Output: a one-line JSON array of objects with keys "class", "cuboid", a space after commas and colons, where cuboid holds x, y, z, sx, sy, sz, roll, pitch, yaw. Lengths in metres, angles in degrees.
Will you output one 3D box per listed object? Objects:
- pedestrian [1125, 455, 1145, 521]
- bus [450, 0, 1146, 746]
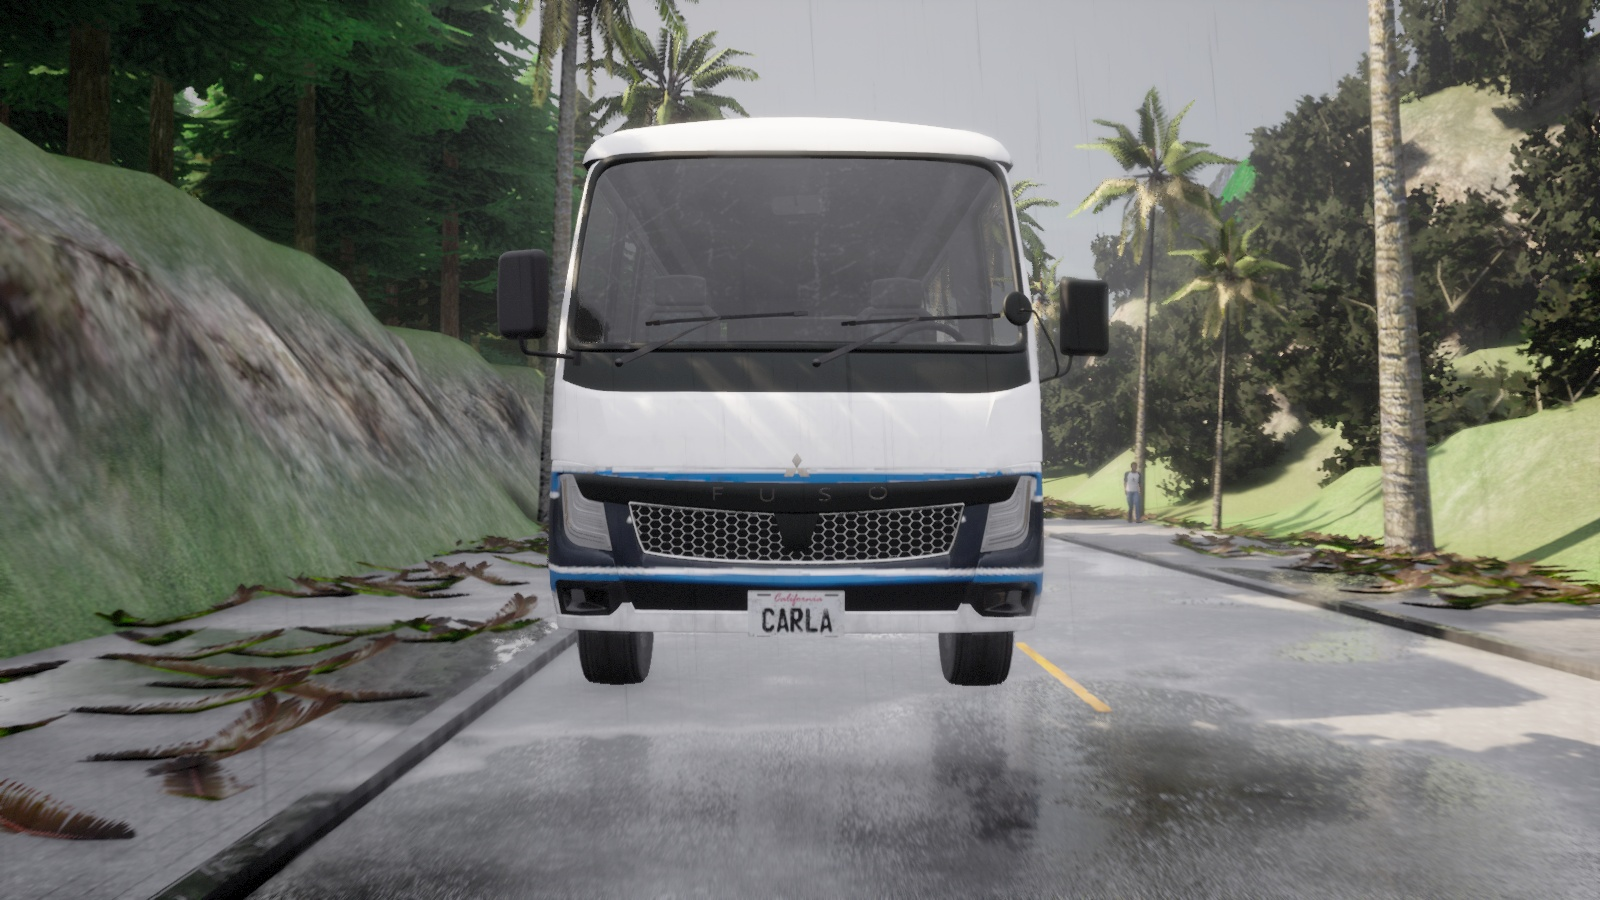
[{"class": "pedestrian", "cuboid": [9.400, 1.061, 35.251, 0.354, 1.836, 0.706, 0, -1, 0]}, {"class": "bus", "cuboid": [-0.032, -0.356, 12.289, 3.944, 4.253, 10.273, 0, -1, 0]}]
